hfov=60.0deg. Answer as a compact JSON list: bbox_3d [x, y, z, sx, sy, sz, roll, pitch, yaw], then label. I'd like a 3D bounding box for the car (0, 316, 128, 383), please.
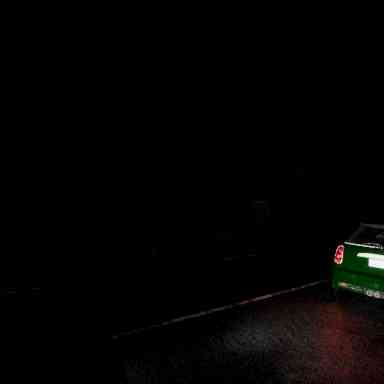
[{"bbox_3d":[-2.740,1.492,1.795,4.902,1.511,2.128,0,0,-36],"label":"car"}]

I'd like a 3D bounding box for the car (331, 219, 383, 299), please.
[{"bbox_3d":[5.177,1.352,7.425,4.553,1.767,2.097,0,0,-35],"label":"car"}]
